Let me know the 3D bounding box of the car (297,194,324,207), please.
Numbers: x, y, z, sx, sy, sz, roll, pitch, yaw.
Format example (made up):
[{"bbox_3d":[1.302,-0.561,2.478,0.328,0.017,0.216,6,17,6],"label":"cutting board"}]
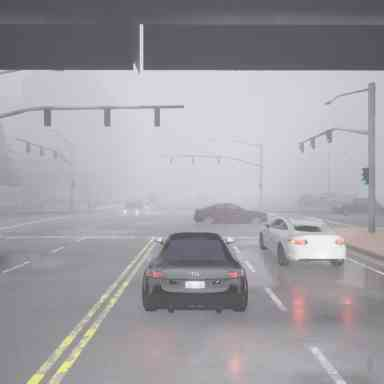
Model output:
[{"bbox_3d":[16.640,1.153,47.408,1.932,1.855,4.605,0,0,0],"label":"car"}]

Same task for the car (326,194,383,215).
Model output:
[{"bbox_3d":[16.350,1.352,33.180,4.553,1.767,2.097,0,0,1],"label":"car"}]

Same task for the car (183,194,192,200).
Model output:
[{"bbox_3d":[-1.166,1.351,86.056,2.128,1.511,4.902,0,0,0],"label":"car"}]

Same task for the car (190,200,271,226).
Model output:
[{"bbox_3d":[2.545,1.477,22.465,5.008,1.535,1.882,0,0,-1],"label":"car"}]

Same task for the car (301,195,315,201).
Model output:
[{"bbox_3d":[27.907,1.395,79.958,1.970,1.475,3.806,0,0,0],"label":"car"}]

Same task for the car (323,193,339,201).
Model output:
[{"bbox_3d":[33.485,1.153,80.025,1.932,1.855,4.605,0,0,0],"label":"car"}]

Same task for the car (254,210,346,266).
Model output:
[{"bbox_3d":[3.581,1.526,11.385,1.812,1.442,4.674,0,0,0],"label":"car"}]

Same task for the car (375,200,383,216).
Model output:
[{"bbox_3d":[19.147,1.601,29.649,4.718,1.301,1.895,0,0,1],"label":"car"}]

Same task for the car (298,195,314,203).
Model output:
[{"bbox_3d":[22.186,1.395,64.838,1.970,1.475,3.806,0,0,0],"label":"car"}]

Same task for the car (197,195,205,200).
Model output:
[{"bbox_3d":[2.334,1.378,86.079,1.994,1.385,4.181,0,0,0],"label":"car"}]

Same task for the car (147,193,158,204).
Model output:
[{"bbox_3d":[-8.059,1.221,66.089,2.150,2.045,5.566,0,0,0],"label":"car"}]

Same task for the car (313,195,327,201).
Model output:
[{"bbox_3d":[30.802,1.364,79.966,1.784,1.438,3.905,0,0,0],"label":"car"}]

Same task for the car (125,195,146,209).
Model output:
[{"bbox_3d":[-7.999,1.478,46.156,1.882,1.535,5.008,0,0,0],"label":"car"}]

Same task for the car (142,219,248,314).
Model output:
[{"bbox_3d":[0.066,1.564,7.725,1.994,1.385,4.181,0,0,0],"label":"car"}]

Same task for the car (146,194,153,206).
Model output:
[{"bbox_3d":[-8.050,1.526,55.436,1.812,1.442,4.674,0,0,0],"label":"car"}]

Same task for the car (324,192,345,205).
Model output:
[{"bbox_3d":[19.534,1.156,47.363,1.905,1.878,3.866,0,0,0],"label":"car"}]

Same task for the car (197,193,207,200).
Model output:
[{"bbox_3d":[2.395,1.223,77.011,2.150,2.045,5.566,0,0,0],"label":"car"}]

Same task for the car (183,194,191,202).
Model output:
[{"bbox_3d":[-1.105,1.593,76.985,1.895,1.301,4.718,0,0,0],"label":"car"}]
